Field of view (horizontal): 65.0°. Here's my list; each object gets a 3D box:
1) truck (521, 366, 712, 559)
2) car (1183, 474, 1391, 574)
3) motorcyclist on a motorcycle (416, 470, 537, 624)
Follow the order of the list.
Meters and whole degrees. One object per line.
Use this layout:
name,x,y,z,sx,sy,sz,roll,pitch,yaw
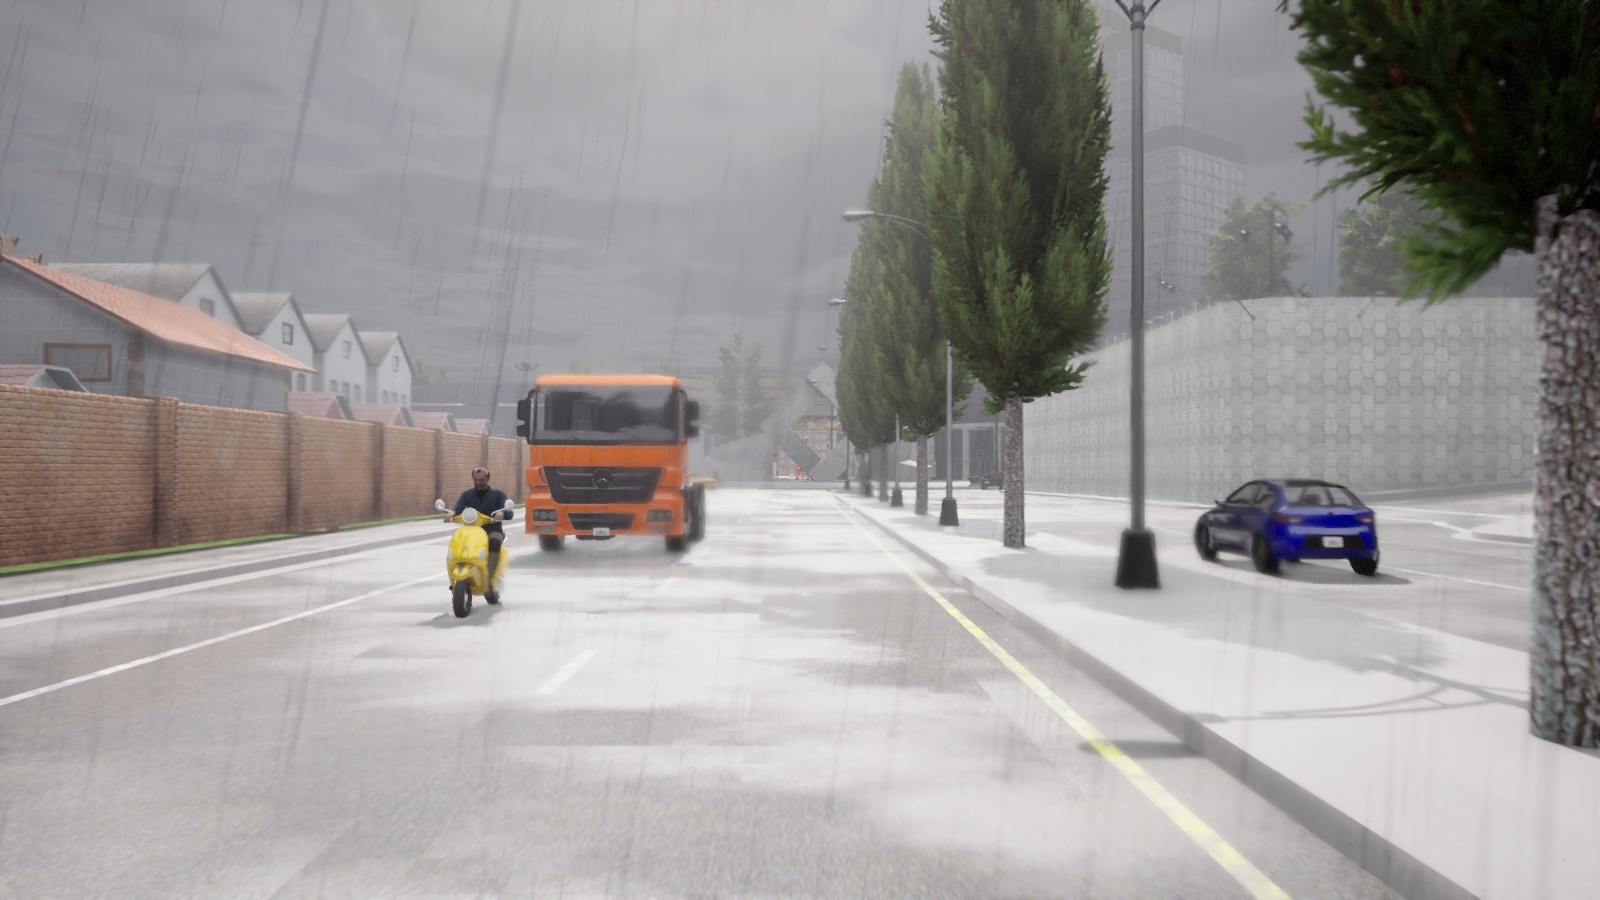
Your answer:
truck,-3.573,0.290,26.490,2.891,3.462,7.936,0,-1,0
car,7.949,1.147,20.928,1.816,1.474,4.193,0,-1,0
motorcyclist on a motorcycle,-3.534,1.015,13.886,0.866,1.590,1.817,0,-1,0
